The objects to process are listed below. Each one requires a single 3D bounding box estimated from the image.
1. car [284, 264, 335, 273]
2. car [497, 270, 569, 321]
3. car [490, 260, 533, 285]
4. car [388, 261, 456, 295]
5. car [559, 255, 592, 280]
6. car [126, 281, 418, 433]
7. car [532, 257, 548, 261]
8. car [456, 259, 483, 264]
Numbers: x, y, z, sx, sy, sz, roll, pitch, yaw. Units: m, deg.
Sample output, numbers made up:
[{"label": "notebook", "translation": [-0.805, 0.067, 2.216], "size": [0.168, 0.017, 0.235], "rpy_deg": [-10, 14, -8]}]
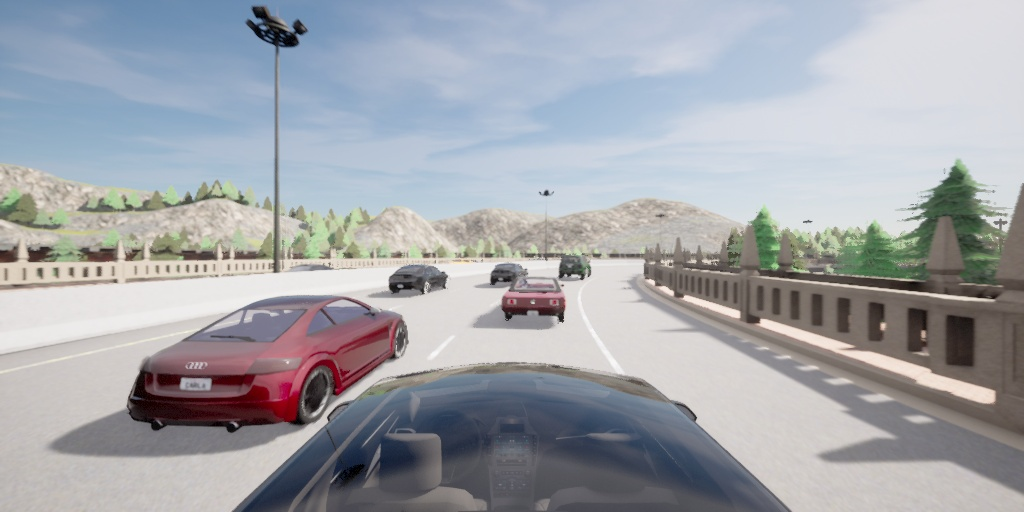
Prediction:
[{"label": "car", "translation": [-12.026, 1.221, 21.052], "size": [1.812, 1.442, 4.674], "rpy_deg": [0, 0, 12]}, {"label": "car", "translation": [0.870, 1.341, 12.409], "size": [1.895, 1.301, 4.718], "rpy_deg": [0, 0, 7]}, {"label": "car", "translation": [-0.104, 1.227, 25.103], "size": [1.837, 1.490, 4.892], "rpy_deg": [0, 0, 15]}, {"label": "car", "translation": [-4.950, 1.220, 19.763], "size": [1.837, 1.490, 4.892], "rpy_deg": [0, 0, 11]}, {"label": "car", "translation": [5.625, 0.951, 31.659], "size": [2.150, 2.045, 5.566], "rpy_deg": [0, 0, 20]}, {"label": "car", "translation": [-3.191, 1.301, 5.735], "size": [1.994, 1.385, 4.181], "rpy_deg": [0, 0, 3]}, {"label": "car", "translation": [4.390, 0.900, 59.485], "size": [1.994, 1.385, 4.181], "rpy_deg": [0, 0, 35]}, {"label": "car", "translation": [-5.354, 1.279, 50.259], "size": [1.895, 1.301, 4.718], "rpy_deg": [0, 0, 28]}]
